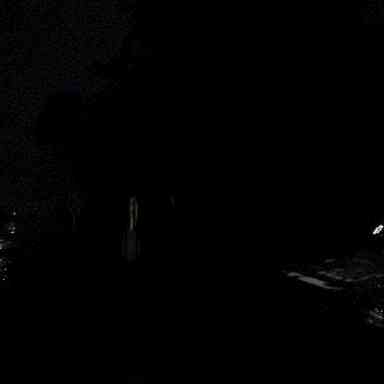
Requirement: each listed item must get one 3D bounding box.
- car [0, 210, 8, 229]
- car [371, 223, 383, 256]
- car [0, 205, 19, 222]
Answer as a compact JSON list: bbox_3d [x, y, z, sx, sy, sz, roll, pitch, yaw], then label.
[{"bbox_3d":[-14.982,2.228,24.277,1.895,1.301,4.718,1,-2,-23],"label":"car"},{"bbox_3d":[7.814,1.100,10.287,4.553,1.767,2.097,-2,0,-22],"label":"car"},{"bbox_3d":[-19.466,2.199,34.905,2.097,1.767,4.553,1,-1,-24],"label":"car"}]
